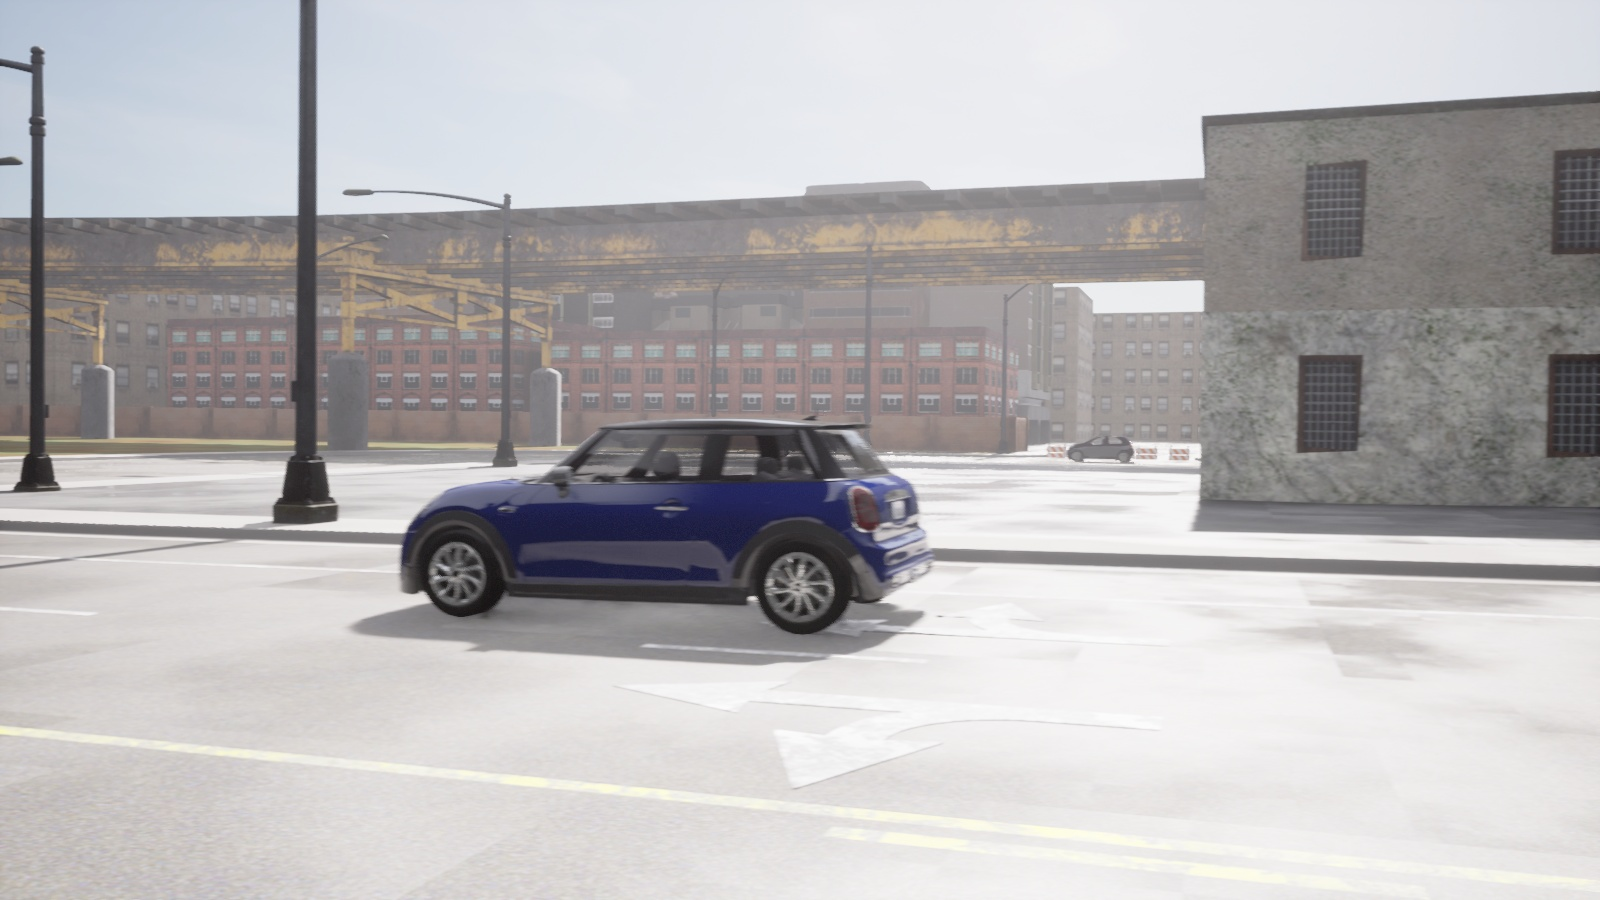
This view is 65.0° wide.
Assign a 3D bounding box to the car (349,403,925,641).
[{"bbox_3d":[-1.375,0.502,11.040,4.553,1.767,2.097,1,1,19],"label":"car"}]

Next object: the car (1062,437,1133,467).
[{"bbox_3d":[16.430,0.086,69.390,3.633,1.501,1.845,2,1,19],"label":"car"}]
